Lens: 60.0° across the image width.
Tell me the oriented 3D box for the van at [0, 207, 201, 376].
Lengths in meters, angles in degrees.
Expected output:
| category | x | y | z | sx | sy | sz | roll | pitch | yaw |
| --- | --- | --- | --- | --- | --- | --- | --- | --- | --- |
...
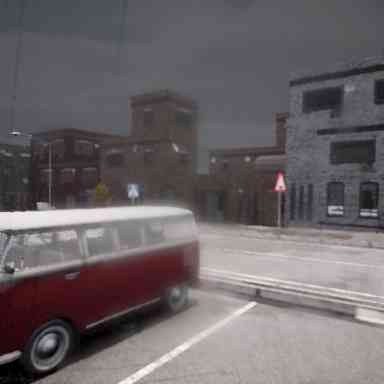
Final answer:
| category | x | y | z | sx | sy | sz | roll | pitch | yaw |
| --- | --- | --- | --- | --- | --- | --- | --- | --- | --- |
| van | -1.739 | 1.271 | 5.498 | 1.878 | 1.987 | 4.442 | 0 | 0 | 36 |
